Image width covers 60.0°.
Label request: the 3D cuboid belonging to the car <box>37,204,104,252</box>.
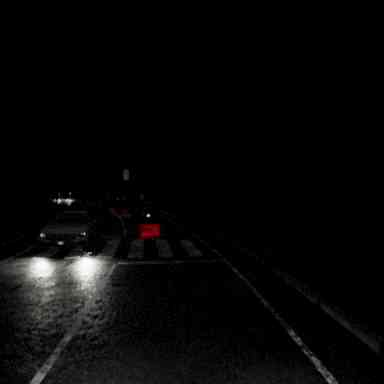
[{"bbox_3d":[-4.880,1.459,13.756,1.812,1.442,4.674,0,0,-9],"label":"car"}]

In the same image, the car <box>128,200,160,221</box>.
[{"bbox_3d":[-3.651,1.344,25.271,1.837,1.490,4.892,1,0,-16],"label":"car"}]

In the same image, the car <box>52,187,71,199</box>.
[{"bbox_3d":[-20.552,0.046,52.383,2.097,1.767,4.553,2,2,-35],"label":"car"}]

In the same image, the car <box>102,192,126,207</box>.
[{"bbox_3d":[-9.645,0.790,40.968,2.097,1.767,4.553,1,1,-25],"label":"car"}]
